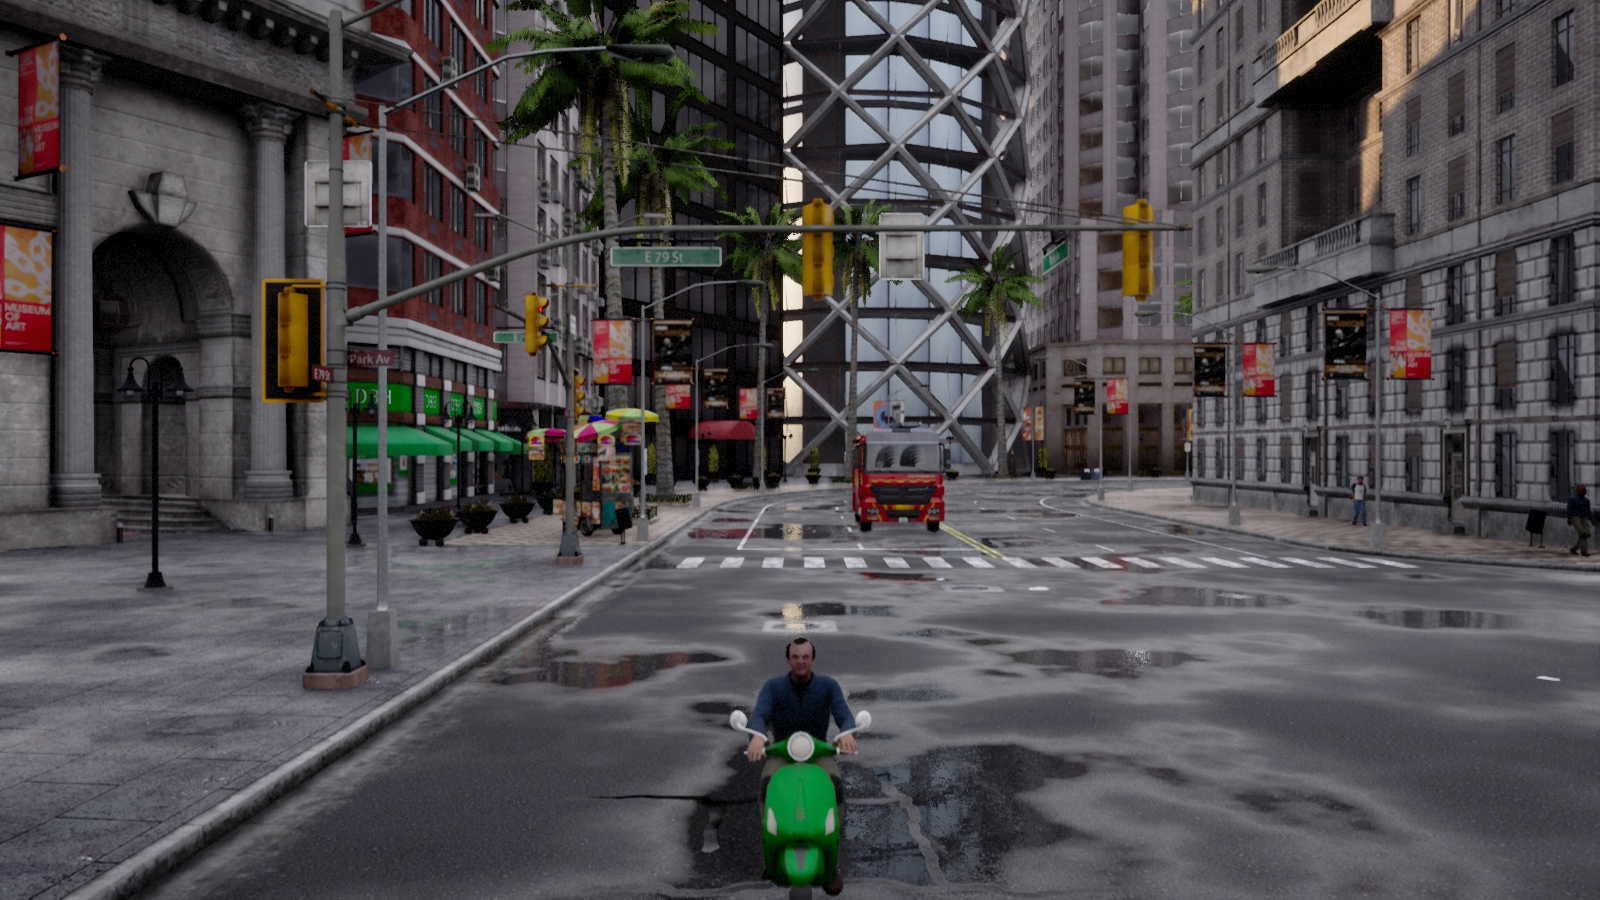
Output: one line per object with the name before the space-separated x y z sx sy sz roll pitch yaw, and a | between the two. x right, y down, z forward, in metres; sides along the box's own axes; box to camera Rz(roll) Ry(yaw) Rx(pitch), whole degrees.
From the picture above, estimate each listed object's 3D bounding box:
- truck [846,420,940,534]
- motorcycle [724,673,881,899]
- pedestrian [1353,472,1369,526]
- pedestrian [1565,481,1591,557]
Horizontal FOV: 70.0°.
truck | 3.287 0.907 42.694 2.891 3.827 8.468 0 0 0
motorcycle | 0.015 2.185 7.134 0.856 1.236 1.805 0 0 0
pedestrian | 19.570 1.712 39.872 0.375 1.860 0.375 0 0 0
pedestrian | 19.360 1.707 28.441 0.375 1.860 0.375 0 0 -8
